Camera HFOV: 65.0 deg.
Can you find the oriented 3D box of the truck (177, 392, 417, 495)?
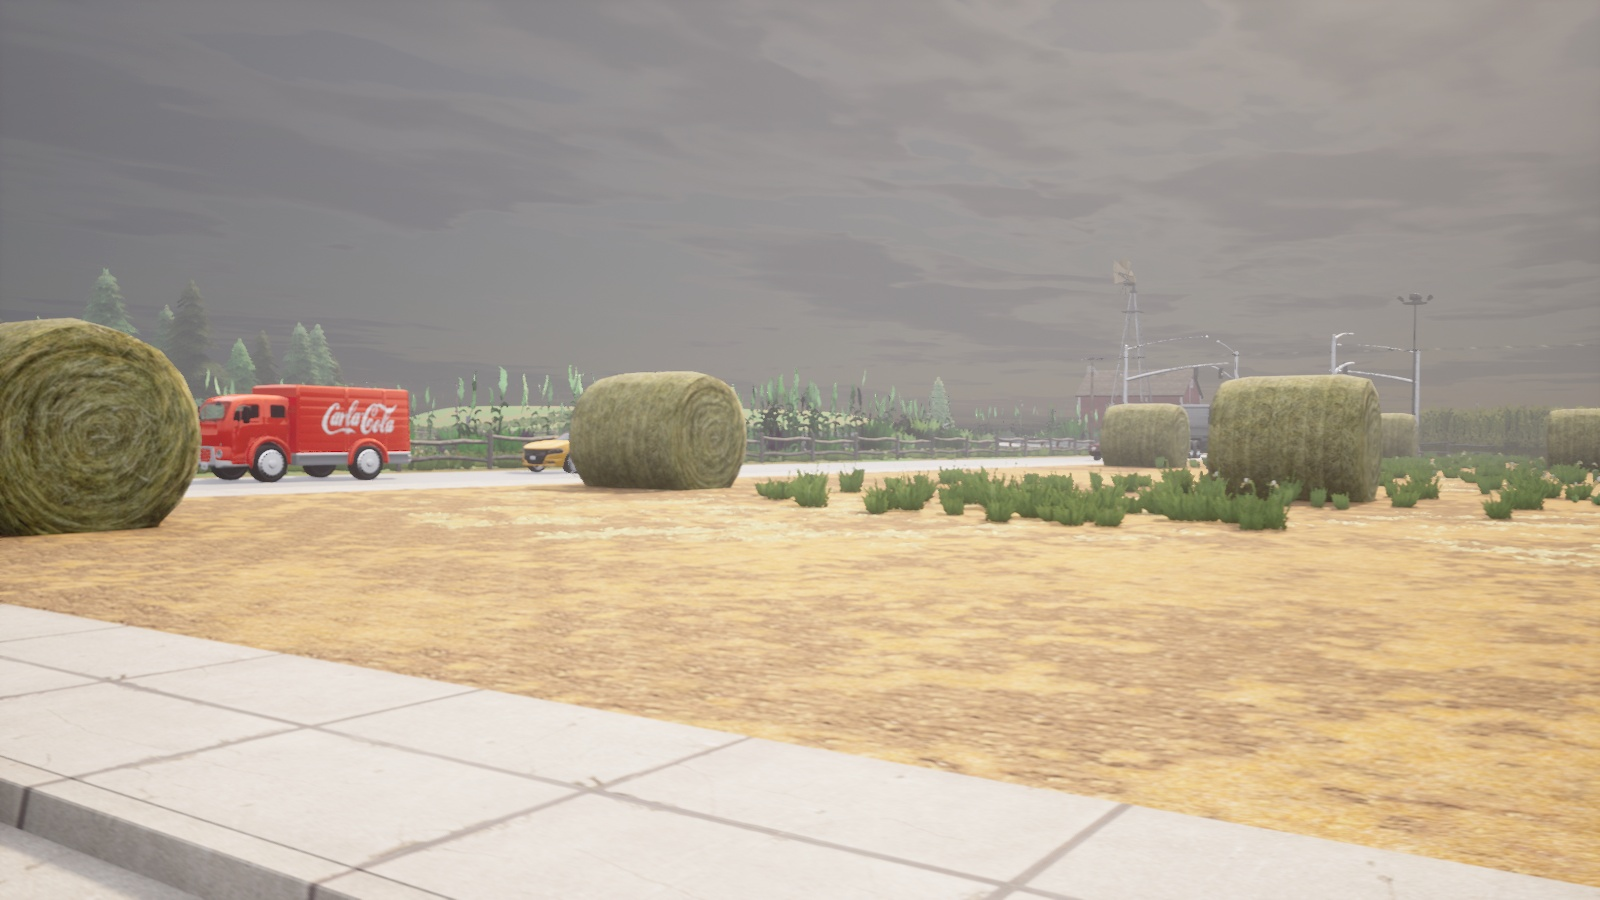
[{"bbox_3d":[-13.063,-0.206,32.913,2.627,2.467,5.204,0,1,36],"label":"truck"}]

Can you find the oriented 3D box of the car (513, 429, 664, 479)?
[{"bbox_3d":[-6.866,0.089,41.327,1.882,1.535,5.008,0,1,36],"label":"car"}]

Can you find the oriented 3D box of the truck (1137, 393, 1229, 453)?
[{"bbox_3d":[23.444,-1.609,76.560,2.891,3.462,7.936,0,1,36],"label":"truck"}]

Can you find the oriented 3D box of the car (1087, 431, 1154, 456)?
[{"bbox_3d":[17.533,-0.365,68.544,1.895,1.301,4.718,0,1,36],"label":"car"}]
